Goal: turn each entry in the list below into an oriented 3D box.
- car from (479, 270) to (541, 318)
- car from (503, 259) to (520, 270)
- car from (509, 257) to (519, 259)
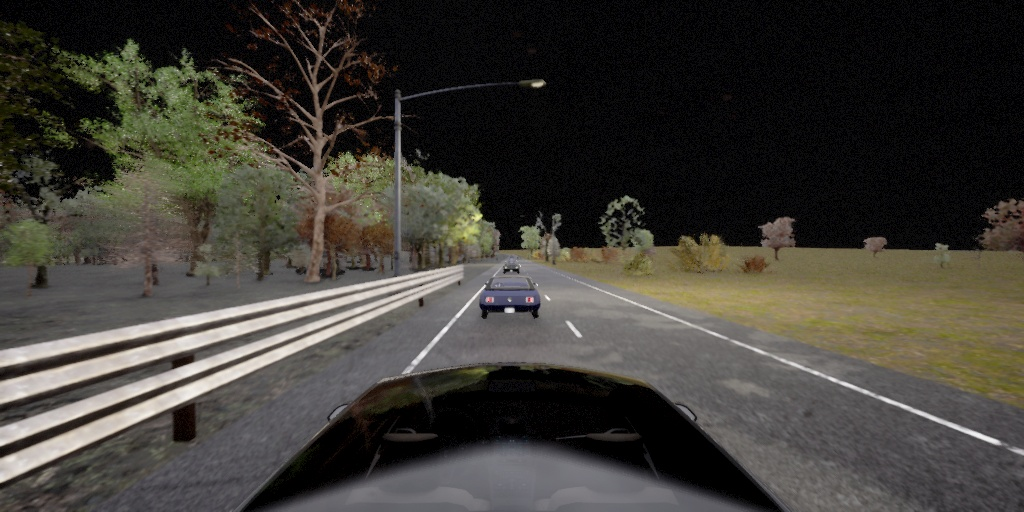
[{"bbox_3d":[-0.064,1.352,13.048,1.895,1.301,4.718,0,0,0],"label":"car"},{"bbox_3d":[-0.068,1.338,42.311,1.895,1.301,4.718,0,0,0],"label":"car"},{"bbox_3d":[-0.072,1.315,65.293,1.895,1.301,4.718,0,0,0],"label":"car"}]
